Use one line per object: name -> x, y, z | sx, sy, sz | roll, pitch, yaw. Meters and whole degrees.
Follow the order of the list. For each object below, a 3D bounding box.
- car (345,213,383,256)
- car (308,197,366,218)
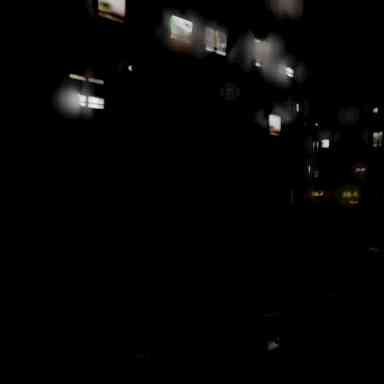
car -> 7.821, 1.565, 12.139 | 4.829, 1.417, 1.752 | 0, 0, -35
car -> 12.822, 1.346, 29.932 | 2.192, 1.841, 5.009 | 0, 0, -36
